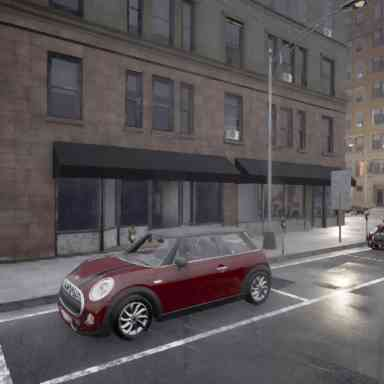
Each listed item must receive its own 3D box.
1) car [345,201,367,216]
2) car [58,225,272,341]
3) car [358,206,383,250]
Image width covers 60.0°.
[{"bbox_3d":[14.541,1.401,32.055,1.882,1.535,5.008,1,0,-36],"label":"car"},{"bbox_3d":[-0.395,1.441,6.466,4.097,1.590,1.967,0,0,-35],"label":"car"},{"bbox_3d":[8.564,1.445,12.825,4.097,1.590,1.967,0,0,-35],"label":"car"}]
